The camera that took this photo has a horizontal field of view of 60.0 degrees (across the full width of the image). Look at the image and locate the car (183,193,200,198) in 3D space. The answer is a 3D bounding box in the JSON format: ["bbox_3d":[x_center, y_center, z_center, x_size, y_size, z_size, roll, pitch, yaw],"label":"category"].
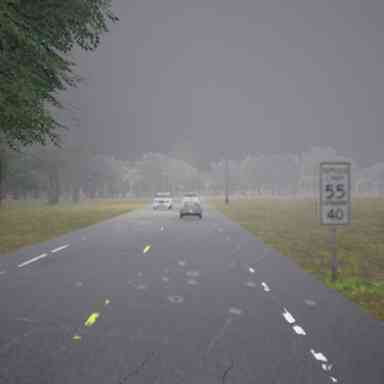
[{"bbox_3d":[-0.107,1.126,45.612,2.150,2.045,5.566,0,0,0],"label":"car"}]

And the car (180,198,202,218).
[{"bbox_3d":[-0.077,1.564,30.093,1.994,1.385,4.181,0,0,1],"label":"car"}]

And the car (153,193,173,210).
[{"bbox_3d":[-3.667,1.144,42.788,2.150,2.045,5.566,0,0,0],"label":"car"}]
